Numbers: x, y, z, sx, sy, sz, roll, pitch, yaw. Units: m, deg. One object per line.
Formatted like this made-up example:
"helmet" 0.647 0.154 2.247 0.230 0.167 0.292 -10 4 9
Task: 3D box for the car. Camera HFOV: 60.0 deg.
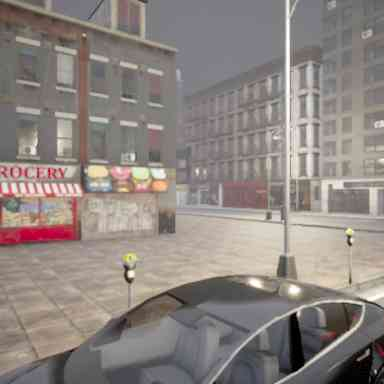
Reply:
"car" 0.225 1.570 2.972 4.313 1.339 1.947 0 0 -35
